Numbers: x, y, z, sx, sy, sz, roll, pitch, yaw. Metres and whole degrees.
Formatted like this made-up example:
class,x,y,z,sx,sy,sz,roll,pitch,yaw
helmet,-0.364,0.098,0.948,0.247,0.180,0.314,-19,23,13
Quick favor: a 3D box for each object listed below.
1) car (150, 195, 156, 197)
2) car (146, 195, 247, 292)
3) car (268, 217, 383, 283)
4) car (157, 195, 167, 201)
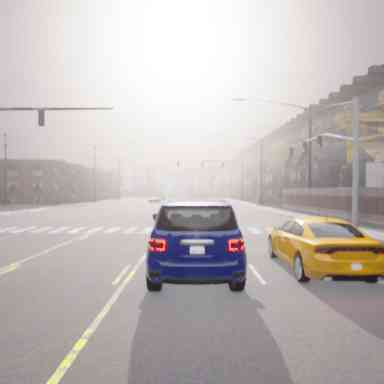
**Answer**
class,x,y,z,sx,sy,sz,roll,pitch,yaw
car,-7.037,1.344,62.106,2.033,1.411,5.357,0,0,1
car,0.065,1.197,9.038,2.150,2.045,5.566,0,0,-1
car,3.565,1.461,9.665,1.882,1.535,5.008,0,0,0
car,-6.995,1.347,77.492,1.895,1.301,4.718,0,0,0
